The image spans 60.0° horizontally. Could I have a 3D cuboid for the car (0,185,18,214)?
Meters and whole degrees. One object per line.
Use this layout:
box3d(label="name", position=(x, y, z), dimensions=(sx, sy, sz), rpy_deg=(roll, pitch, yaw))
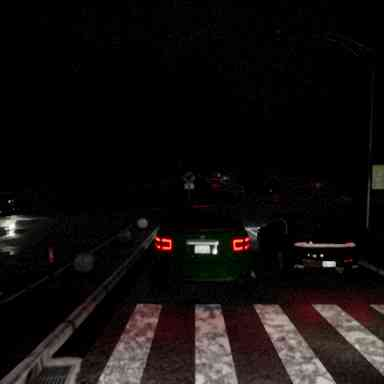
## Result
box3d(label="car", position=(-14.225, 0.638, 23.478), dimensions=(4.553, 1.767, 2.097), rpy_deg=(4, 6, 44))

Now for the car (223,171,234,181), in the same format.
box3d(label="car", position=(7.813, -3.213, 73.394), dimensions=(1.812, 1.442, 4.674), rpy_deg=(0, 5, 7))

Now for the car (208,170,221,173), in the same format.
box3d(label="car", position=(5.038, -3.508, 76.139), dimensions=(1.882, 1.535, 5.008), rpy_deg=(0, 5, 7))

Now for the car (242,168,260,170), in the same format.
box3d(label="car", position=(14.193, -4.376, 83.658), dimensions=(4.553, 1.767, 2.185), rpy_deg=(1, 6, 10))

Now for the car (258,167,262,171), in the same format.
box3d(label="car", position=(15.149, -5.021, 89.039), dimensions=(5.566, 2.045, 2.435), rpy_deg=(1, 6, 10))

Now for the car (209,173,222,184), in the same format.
box3d(label="car", position=(4.468, -2.480, 65.410), dimensions=(1.837, 1.490, 4.892), rpy_deg=(0, 5, 2))

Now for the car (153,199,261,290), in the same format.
box3d(label="car", position=(0.266, 1.185, 9.195), dimensions=(2.150, 2.045, 5.566), rpy_deg=(0, 1, 1))

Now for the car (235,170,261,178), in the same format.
box3d(label="car", position=(13.674, -3.992, 80.977), dimensions=(4.892, 1.521, 2.231), rpy_deg=(1, 5, 10))

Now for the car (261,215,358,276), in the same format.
box3d(label="car", position=(3.292, 1.443, 10.280), dimensions=(2.128, 1.511, 4.902), rpy_deg=(0, 1, 1))

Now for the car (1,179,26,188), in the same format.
box3d(label="car", position=(-28.255, -1.336, 52.507), dimensions=(5.008, 1.535, 1.882), rpy_deg=(2, 5, 33))

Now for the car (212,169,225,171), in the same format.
box3d(label="car", position=(6.733, -4.490, 86.433), dimensions=(1.882, 1.535, 5.008), rpy_deg=(1, 6, 10))

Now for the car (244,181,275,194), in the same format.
box3d(label="car", position=(8.436, -0.573, 42.050), dimensions=(1.837, 1.490, 4.892), rpy_deg=(0, 4, -24))
